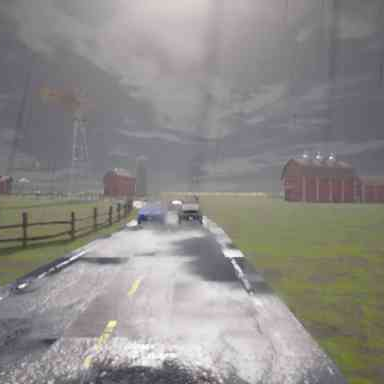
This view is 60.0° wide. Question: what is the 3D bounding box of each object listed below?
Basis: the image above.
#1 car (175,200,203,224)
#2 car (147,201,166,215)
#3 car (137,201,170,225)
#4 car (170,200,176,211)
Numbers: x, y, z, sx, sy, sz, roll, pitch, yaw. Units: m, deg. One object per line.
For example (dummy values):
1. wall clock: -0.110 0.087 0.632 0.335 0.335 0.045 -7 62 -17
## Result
1. car: -0.191 1.620 25.978 1.837 1.490 4.892 0 0 -3
2. car: -3.864 1.711 36.452 1.994 1.385 4.181 0 0 -6
3. car: -2.967 1.587 25.398 1.882 1.535 5.008 0 -1 -1
4. car: -2.186 1.740 44.125 1.994 1.385 4.181 0 0 -9
